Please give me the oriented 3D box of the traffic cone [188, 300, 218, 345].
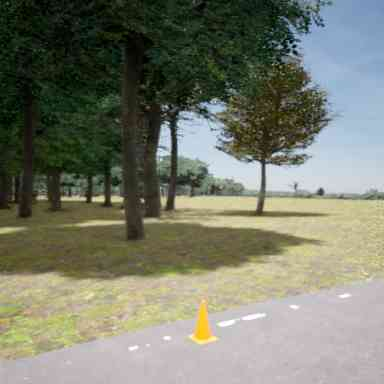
[{"bbox_3d":[0.173,1.937,5.063,0.340,0.580,0.340,0,0,-32],"label":"traffic cone"}]
